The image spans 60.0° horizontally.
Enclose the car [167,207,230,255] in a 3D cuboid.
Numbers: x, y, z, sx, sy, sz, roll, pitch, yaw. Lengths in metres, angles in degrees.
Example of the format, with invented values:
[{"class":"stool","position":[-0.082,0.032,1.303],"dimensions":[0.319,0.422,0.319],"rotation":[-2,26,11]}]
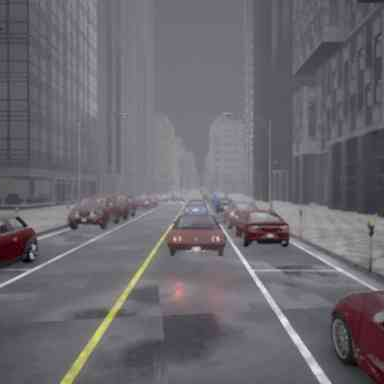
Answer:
[{"class":"car","position":[0.188,1.478,12.640],"dimensions":[1.895,1.301,4.718],"rotation":[0,1,1]}]

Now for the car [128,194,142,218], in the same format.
[{"class":"car","position":[-5.564,1.069,25.549],"dimensions":[2.192,1.841,5.009],"rotation":[0,1,1]}]

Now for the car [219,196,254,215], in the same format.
[{"class":"car","position":[2.896,1.249,19.800],"dimensions":[1.967,1.590,4.097],"rotation":[0,1,1]}]

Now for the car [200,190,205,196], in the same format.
[{"class":"car","position":[3.128,0.800,64.344],"dimensions":[2.097,1.767,4.553],"rotation":[0,0,1]}]

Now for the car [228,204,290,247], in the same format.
[{"class":"car","position":[2.832,1.408,14.163],"dimensions":[1.887,1.381,4.507],"rotation":[0,1,1]}]

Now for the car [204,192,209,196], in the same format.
[{"class":"car","position":[3.287,1.048,53.839],"dimensions":[1.752,1.417,4.829],"rotation":[0,0,2]}]

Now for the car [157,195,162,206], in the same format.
[{"class":"car","position":[-5.370,1.047,42.467],"dimensions":[1.967,1.590,4.097],"rotation":[0,0,1]}]

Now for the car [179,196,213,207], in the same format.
[{"class":"car","position":[0.326,1.297,26.070],"dimensions":[2.033,1.411,5.357],"rotation":[0,1,1]}]

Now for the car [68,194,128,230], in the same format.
[{"class":"car","position":[-5.629,1.122,19.911],"dimensions":[2.192,1.841,5.009],"rotation":[0,1,1]}]

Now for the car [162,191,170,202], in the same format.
[{"class":"car","position":[-5.185,1.008,59.182],"dimensions":[1.752,1.417,4.829],"rotation":[0,0,2]}]

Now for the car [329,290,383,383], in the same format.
[{"class":"car","position":[2.702,1.553,2.886],"dimensions":[1.802,1.307,4.206],"rotation":[0,1,1]}]

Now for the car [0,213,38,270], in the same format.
[{"class":"car","position":[-5.758,1.356,8.634],"dimensions":[1.967,1.590,4.097],"rotation":[0,1,1]}]

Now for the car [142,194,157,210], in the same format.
[{"class":"car","position":[-5.435,1.093,36.829],"dimensions":[1.967,1.590,4.097],"rotation":[0,0,1]}]

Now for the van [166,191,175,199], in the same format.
[{"class":"van","position":[-4.982,0.696,76.304],"dimensions":[1.690,1.788,3.998],"rotation":[0,0,1]}]

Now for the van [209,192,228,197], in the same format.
[{"class":"van","position":[3.089,0.996,36.715],"dimensions":[1.690,1.788,3.998],"rotation":[0,0,1]}]

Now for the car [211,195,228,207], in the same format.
[{"class":"car","position":[3.025,1.269,31.079],"dimensions":[1.947,1.339,4.313],"rotation":[0,0,1]}]

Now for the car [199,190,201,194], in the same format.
[{"class":"car","position":[3.674,0.812,87.464],"dimensions":[2.008,1.369,4.403],"rotation":[0,1,1]}]

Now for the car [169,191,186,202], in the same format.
[{"class":"car","position":[-2.397,1.020,57.689],"dimensions":[1.812,1.442,4.674],"rotation":[0,0,1]}]
